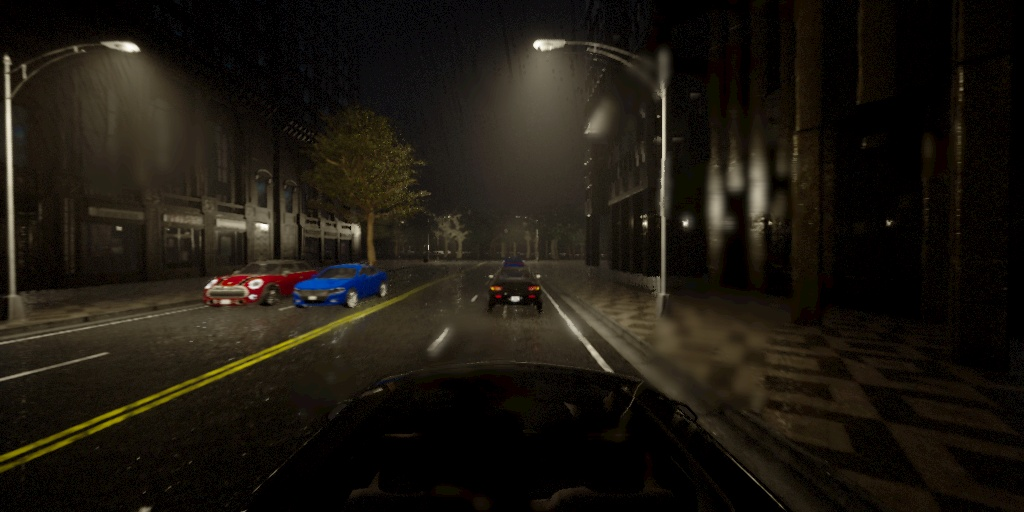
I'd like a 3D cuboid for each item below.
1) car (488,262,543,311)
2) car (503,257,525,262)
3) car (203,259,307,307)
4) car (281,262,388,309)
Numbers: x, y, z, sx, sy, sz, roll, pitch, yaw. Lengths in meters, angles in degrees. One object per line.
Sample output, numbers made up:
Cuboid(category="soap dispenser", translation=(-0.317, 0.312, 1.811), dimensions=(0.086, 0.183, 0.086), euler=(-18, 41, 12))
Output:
Cuboid(category="car", translation=(0.104, 1.121, 13.345), dimensions=(1.812, 1.442, 4.674), euler=(0, 1, 0))
Cuboid(category="car", translation=(0.145, 0.808, 33.213), dimensions=(1.882, 1.535, 5.008), euler=(0, 1, 0))
Cuboid(category="car", translation=(-9.835, 0.961, 14.553), dimensions=(2.097, 1.767, 4.553), euler=(0, 1, 0))
Cuboid(category="car", translation=(-6.586, 1.079, 14.342), dimensions=(1.882, 1.535, 5.008), euler=(0, 1, 0))
